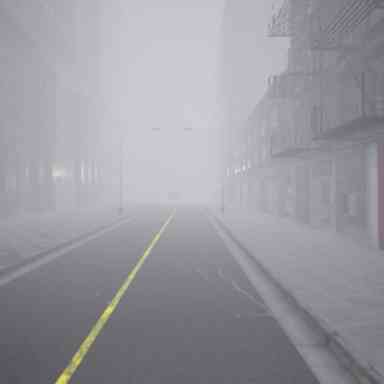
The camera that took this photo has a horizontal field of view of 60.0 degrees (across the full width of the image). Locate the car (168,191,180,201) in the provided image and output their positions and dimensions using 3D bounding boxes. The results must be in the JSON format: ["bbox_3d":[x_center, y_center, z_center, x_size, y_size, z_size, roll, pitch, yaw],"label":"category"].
[{"bbox_3d":[-3.689,0.850,68.335,2.150,2.045,5.566,-1,0,-1],"label":"car"}]
